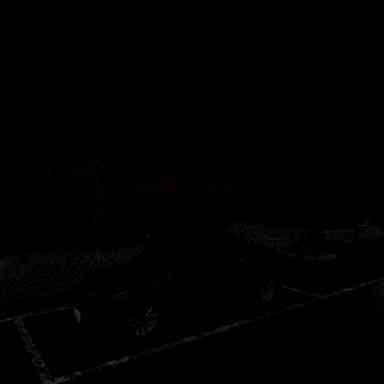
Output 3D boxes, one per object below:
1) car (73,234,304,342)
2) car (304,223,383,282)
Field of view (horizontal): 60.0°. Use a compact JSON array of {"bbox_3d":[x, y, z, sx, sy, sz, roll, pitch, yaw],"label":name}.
[{"bbox_3d":[-0.036,1.566,6.510,4.313,1.339,1.947,0,0,-35],"label":"car"},{"bbox_3d":[4.445,1.582,9.702,4.206,1.307,1.802,0,0,-35],"label":"car"}]
